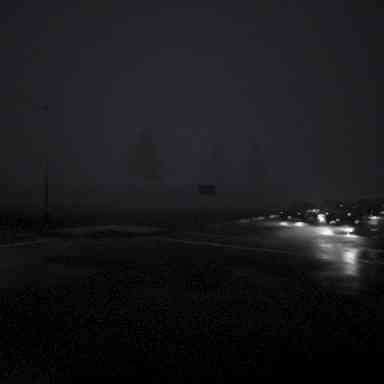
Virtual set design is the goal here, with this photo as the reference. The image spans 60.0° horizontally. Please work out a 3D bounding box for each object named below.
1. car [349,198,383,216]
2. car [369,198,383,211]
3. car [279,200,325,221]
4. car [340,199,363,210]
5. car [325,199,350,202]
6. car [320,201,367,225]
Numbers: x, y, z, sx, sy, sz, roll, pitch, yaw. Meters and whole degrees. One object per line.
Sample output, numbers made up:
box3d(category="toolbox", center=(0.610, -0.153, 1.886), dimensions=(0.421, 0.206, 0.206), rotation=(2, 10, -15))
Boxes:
box3d(category="car", center=(17.180, 1.494, 32.635), dimensions=(1.837, 1.490, 4.892), rotation=(0, 0, 36))
box3d(category="car", center=(23.138, 1.493, 40.792), dimensions=(1.837, 1.490, 4.892), rotation=(0, 0, 36))
box3d(category="car", center=(8.937, 1.528, 27.271), dimensions=(2.033, 1.411, 5.357), rotation=(0, 0, 36))
box3d(category="car", center=(21.148, 1.582, 44.000), dimensions=(1.895, 1.301, 4.718), rotation=(0, 0, 36))
box3d(category="car", center=(14.966, 1.472, 35.529), dimensions=(2.128, 1.511, 4.902), rotation=(0, 0, 36))
box3d(category="car", center=(11.274, 1.589, 24.540), dimensions=(1.895, 1.301, 4.718), rotation=(0, 0, 36))
